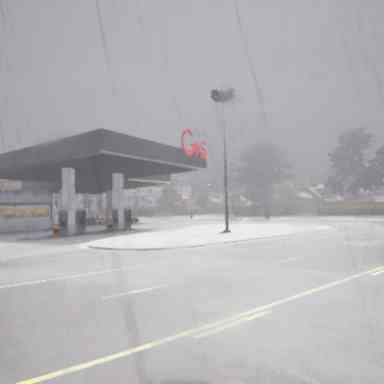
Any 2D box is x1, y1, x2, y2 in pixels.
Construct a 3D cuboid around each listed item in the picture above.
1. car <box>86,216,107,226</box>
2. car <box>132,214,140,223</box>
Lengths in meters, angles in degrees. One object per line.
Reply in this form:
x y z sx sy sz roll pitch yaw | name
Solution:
-14.421 4.344 50.325 1.970 1.475 3.806 1 -4 -40 | car
-10.520 4.286 54.614 2.242 1.667 4.611 1 -4 -40 | car
